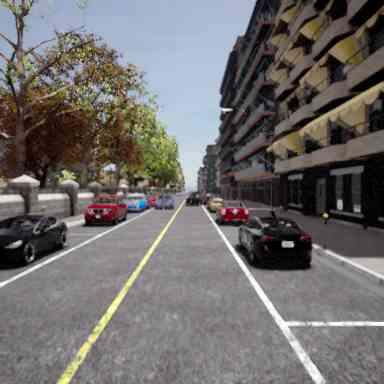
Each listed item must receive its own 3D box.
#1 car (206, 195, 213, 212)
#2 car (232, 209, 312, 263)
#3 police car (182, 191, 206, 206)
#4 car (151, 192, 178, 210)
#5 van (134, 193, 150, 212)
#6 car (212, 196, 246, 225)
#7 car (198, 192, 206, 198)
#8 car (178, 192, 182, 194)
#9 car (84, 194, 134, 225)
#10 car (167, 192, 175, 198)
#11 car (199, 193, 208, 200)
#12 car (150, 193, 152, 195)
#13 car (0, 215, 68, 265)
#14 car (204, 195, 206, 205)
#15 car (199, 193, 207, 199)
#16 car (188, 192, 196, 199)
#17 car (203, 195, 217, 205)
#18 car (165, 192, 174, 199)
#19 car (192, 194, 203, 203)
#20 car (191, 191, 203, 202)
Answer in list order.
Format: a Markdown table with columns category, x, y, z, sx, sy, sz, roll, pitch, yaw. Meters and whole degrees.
| category | x | y | z | sx | sy | sz | roll | pitch | yaw |
| --- | --- | --- | --- | --- | --- | --- | --- | --- | --- |
| car | 2.679 | 1.294 | 34.085 | 1.752 | 1.417 | 4.829 | 0 | 0 | 0 |
| car | 2.686 | 1.484 | 11.396 | 1.947 | 1.339 | 4.313 | 0 | 0 | 0 |
| police car | 0.428 | 1.110 | 47.864 | 1.930 | 1.638 | 5.238 | 0 | 0 | 12 |
| car | -3.106 | 1.095 | 38.315 | 2.097 | 1.767 | 4.553 | 0 | 0 | 0 |
| van | -5.701 | 1.111 | 33.910 | 1.690 | 1.788 | 3.998 | 0 | 0 | 0 |
| car | 2.682 | 1.282 | 22.654 | 1.967 | 1.590 | 4.097 | 0 | 0 | 0 |
| car | 2.660 | 0.893 | 90.217 | 1.967 | 1.590 | 4.097 | 0 | 0 | 0 |
| car | -3.026 | 0.641 | 80.308 | 1.812 | 1.442 | 4.674 | 0 | 0 | 0 |
| car | -5.697 | 1.157 | 22.650 | 2.192 | 1.841 | 5.009 | 0 | 0 | 0 |
| car | -5.721 | 0.892 | 90.213 | 1.967 | 1.590 | 4.097 | 0 | 0 | 0 |
| car | 2.664 | 1.054 | 78.958 | 1.887 | 1.381 | 4.507 | 0 | 0 | 0 |
| car | -5.705 | 1.246 | 45.173 | 1.887 | 1.381 | 4.507 | 0 | 0 | 0 |
| car | -5.694 | 1.484 | 11.393 | 1.947 | 1.339 | 4.313 | 0 | 0 | 0 |
| car | 2.677 | 1.317 | 39.546 | 1.802 | 1.307 | 4.206 | 0 | 0 | 0 |
| car | 2.662 | 1.026 | 84.588 | 1.887 | 1.381 | 4.507 | 0 | 0 | 0 |
| car | -0.026 | 0.785 | 82.136 | 1.882 | 1.535 | 5.008 | 0 | 0 | 0 |
| car | 2.673 | 1.233 | 50.808 | 1.947 | 1.339 | 4.313 | 0 | 0 | 0 |
| car | -5.719 | 0.921 | 84.585 | 1.967 | 1.590 | 4.097 | 0 | 0 | 0 |
| car | 0.882 | 1.133 | 57.566 | 1.837 | 1.490 | 4.892 | 0 | 0 | 0 |
| car | 0.879 | 0.818 | 63.595 | 2.150 | 2.045 | 5.566 | 0 | 0 | 0 |
